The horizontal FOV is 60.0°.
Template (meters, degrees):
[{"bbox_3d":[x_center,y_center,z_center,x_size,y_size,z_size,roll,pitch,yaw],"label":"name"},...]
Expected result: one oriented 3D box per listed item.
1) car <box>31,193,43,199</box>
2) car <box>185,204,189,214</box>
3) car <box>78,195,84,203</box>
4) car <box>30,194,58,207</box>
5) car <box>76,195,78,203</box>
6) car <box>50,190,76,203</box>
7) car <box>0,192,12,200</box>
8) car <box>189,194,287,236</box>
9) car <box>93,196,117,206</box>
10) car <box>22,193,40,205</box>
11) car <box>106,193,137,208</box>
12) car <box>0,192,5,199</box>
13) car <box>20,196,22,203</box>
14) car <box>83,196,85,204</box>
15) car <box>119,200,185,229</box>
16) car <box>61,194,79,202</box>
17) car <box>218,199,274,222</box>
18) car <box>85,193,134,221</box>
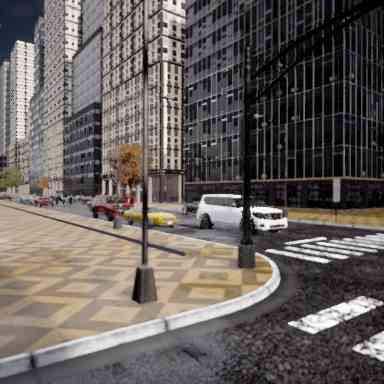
[{"bbox_3d":[-39.819,0.968,85.383,1.947,1.339,4.313,1,0,-36],"label":"car"},{"bbox_3d":[0.764,1.443,30.703,2.008,1.369,4.403,1,0,-37],"label":"car"},{"bbox_3d":[-16.191,1.253,53.450,1.887,1.381,4.507,1,0,-36],"label":"car"},{"bbox_3d":[-19.556,1.259,43.908,1.887,1.381,4.507,1,0,-37],"label":"car"},{"bbox_3d":[-19.566,1.219,58.012,2.008,1.369,4.403,1,0,-36],"label":"car"},{"bbox_3d":[-18.777,0.652,47.373,2.150,2.045,5.566,0,0,-37],"label":"car"},{"bbox_3d":[-39.811,1.008,71.282,1.887,1.381,4.507,1,0,-36],"label":"car"},{"bbox_3d":[2.530,1.153,18.438,2.150,2.045,5.566,0,0,-37],"label":"car"},{"bbox_3d":[-12.917,1.271,49.026,1.752,1.417,4.829,1,0,-37],"label":"car"},{"bbox_3d":[-22.931,1.226,48.470,2.008,1.369,4.403,1,0,-36],"label":"car"},{"bbox_3d":[-9.438,1.099,44.328,2.192,1.841,5.009,1,0,-36],"label":"car"},{"bbox_3d":[-46.562,0.810,80.408,1.967,1.590,4.097,1,0,-36],"label":"car"},{"bbox_3d":[-26.307,1.187,53.032,2.008,1.369,4.403,1,0,-36],"label":"car"},{"bbox_3d":[-9.175,1.320,34.239,1.837,1.490,4.892,0,0,-36],"label":"car"},{"bbox_3d":[-2.678,1.418,20.881,1.752,1.417,4.829,1,0,-37],"label":"car"},{"bbox_3d":[-23.043,1.151,62.711,1.752,1.417,4.829,1,0,-36],"label":"car"},{"bbox_3d":[4.167,1.365,26.156,1.967,1.590,4.097,1,0,-37],"label":"car"},{"bbox_3d":[-6.131,1.173,25.600,2.192,1.841,5.009,1,0,-37],"label":"car"}]
